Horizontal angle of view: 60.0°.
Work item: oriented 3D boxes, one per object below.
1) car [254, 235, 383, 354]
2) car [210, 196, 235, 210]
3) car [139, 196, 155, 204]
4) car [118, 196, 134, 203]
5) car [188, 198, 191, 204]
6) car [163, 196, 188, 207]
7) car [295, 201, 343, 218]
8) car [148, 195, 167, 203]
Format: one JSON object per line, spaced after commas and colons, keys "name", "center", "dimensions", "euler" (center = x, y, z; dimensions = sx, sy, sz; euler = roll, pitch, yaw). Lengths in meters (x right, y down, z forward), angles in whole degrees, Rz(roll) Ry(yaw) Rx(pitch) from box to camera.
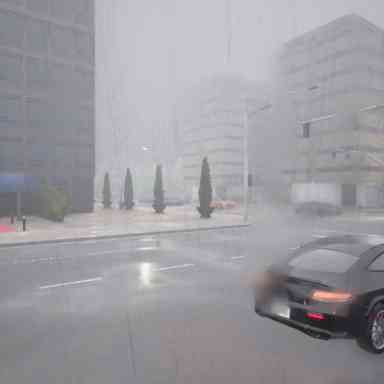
{"name": "car", "center": [3.158, 1.526, 6.073], "dimensions": [4.674, 1.442, 1.812], "euler": [0, 0, -35]}
{"name": "car", "center": [3.375, 1.351, 41.961], "dimensions": [2.097, 1.767, 4.553], "euler": [0, 0, -35]}
{"name": "car", "center": [-8.777, 1.564, 65.729], "dimensions": [1.994, 1.385, 4.181], "euler": [0, 0, -35]}
{"name": "car", "center": [-13.172, 1.561, 65.726], "dimensions": [1.812, 1.442, 4.674], "euler": [0, 0, -35]}
{"name": "car", "center": [-2.049, 1.526, 62.228], "dimensions": [1.812, 1.442, 4.674], "euler": [0, 0, -35]}
{"name": "car", "center": [-3.036, 1.564, 51.106], "dimensions": [1.994, 1.385, 4.181], "euler": [0, 0, -35]}
{"name": "car", "center": [11.693, 1.564, 30.815], "dimensions": [1.994, 1.385, 4.181], "euler": [0, 0, -42]}
{"name": "car", "center": [-7.333, 1.503, 69.704], "dimensions": [1.837, 1.490, 4.892], "euler": [0, 0, -35]}
